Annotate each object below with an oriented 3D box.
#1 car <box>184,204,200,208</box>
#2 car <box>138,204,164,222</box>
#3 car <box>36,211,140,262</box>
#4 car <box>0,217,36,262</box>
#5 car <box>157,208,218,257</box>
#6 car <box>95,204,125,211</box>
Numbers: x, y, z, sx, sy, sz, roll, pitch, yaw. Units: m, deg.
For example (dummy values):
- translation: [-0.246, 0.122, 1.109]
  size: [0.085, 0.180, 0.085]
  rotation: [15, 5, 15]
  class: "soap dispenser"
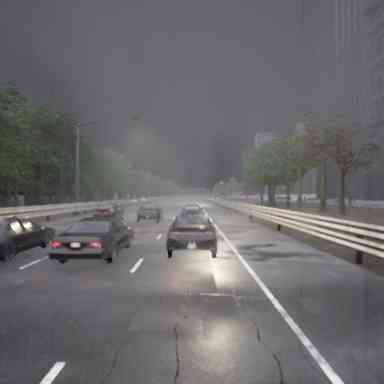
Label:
- translation: [0.010, 1.794, 28.902]
  size: [1.812, 1.442, 4.674]
  rotation: [0, 0, 1]
  class: "car"
- translation: [-3.494, 1.757, 28.508]
  size: [2.128, 1.511, 4.902]
  rotation: [0, 0, 0]
  class: "car"
- translation: [-3.498, 1.667, 12.511]
  size: [2.033, 1.411, 5.357]
  rotation: [0, -1, 0]
  class: "car"
- translation: [-6.998, 1.667, 12.517]
  size: [2.033, 1.411, 5.357]
  rotation: [0, -1, 0]
  class: "car"
- translation: [0.015, 1.622, 13.511]
  size: [2.128, 1.511, 4.902]
  rotation: [0, 0, 1]
  class: "car"
- translation: [-6.994, 1.772, 28.500]
  size: [1.837, 1.490, 4.892]
  rotation: [0, 0, 1]
  class: "car"
